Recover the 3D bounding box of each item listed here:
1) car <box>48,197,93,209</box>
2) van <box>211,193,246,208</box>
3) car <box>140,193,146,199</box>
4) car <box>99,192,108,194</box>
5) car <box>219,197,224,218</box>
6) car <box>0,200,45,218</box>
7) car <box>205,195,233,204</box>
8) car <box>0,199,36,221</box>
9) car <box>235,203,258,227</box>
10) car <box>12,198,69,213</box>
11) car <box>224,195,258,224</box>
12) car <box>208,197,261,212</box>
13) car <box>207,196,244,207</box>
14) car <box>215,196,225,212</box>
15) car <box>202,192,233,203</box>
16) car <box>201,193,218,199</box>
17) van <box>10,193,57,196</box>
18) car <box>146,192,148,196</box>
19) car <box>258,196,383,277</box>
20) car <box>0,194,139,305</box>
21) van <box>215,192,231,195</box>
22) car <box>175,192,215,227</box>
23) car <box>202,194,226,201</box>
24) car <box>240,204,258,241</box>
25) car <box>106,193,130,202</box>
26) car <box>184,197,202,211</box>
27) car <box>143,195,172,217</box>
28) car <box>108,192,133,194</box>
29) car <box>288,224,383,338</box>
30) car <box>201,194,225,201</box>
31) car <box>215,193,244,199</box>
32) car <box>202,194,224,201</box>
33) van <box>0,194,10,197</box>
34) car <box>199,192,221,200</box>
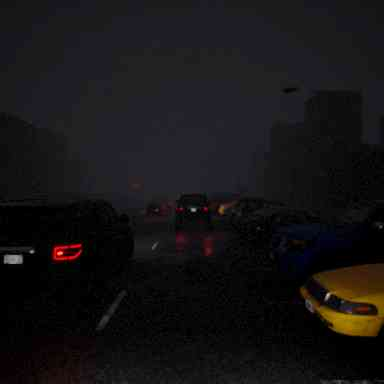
[{"bbox_3d":[-15.534,1.366,42.687,5.008,1.535,2.097,0,0,0],"label":"car"},{"bbox_3d":[4.805,1.103,44.144,4.442,1.987,1.878,0,0,0],"label":"van"},{"bbox_3d":[-15.567,0.954,86.685,5.566,2.045,2.435,0,0,0],"label":"car"},{"bbox_3d":[-15.574,1.105,48.079,5.566,2.045,2.435,0,0,0],"label":"car"},{"bbox_3d":[4.703,1.372,24.690,4.892,1.521,2.231,0,0,0],"label":"car"},{"bbox_3d":[-15.518,1.428,28.774,4.674,1.452,2.002,0,0,0],"label":"car"},{"bbox_3d":[4.651,1.323,58.042,4.792,1.488,2.163,0,0,0],"label":"car"},{"bbox_3d":[-15.332,1.391,26.017,5.366,1.575,1.946,0,0,0],"label":"car"},{"bbox_3d":[4.699,1.437,16.352,4.674,1.452,2.002,0,0,0],"label":"car"},{"bbox_3d":[-15.533,1.379,34.289,5.008,1.535,2.097,0,0,0],"label":"car"},{"bbox_3d":[4.668,1.252,21.911,4.553,1.767,2.185,0,0,0],"label":"car"},{"bbox_3d":[4.506,1.344,35.806,5.366,1.575,1.946,0,0,0],"label":"car"},{"bbox_3d":[4.680,1.324,46.924,4.892,1.521,2.231,0,0,0],"label":"car"},{"bbox_3d":[4.692,1.364,27.466,5.008,1.535,2.097,0,0,0],"label":"car"},{"bbox_3d":[4.651,1.034,60.822,5.566,2.045,2.435,0,0,0],"label":"car"},{"bbox_3d":[4.762,1.070,91.420,4.553,1.767,2.185,0,0,0],"label":"car"},{"bbox_3d":[-15.641,1.157,31.530,4.442,1.987,1.878,0,0,0],"label":"van"},{"bbox_3d":[-15.788,1.187,92.198,5.366,1.575,1.946,0,0,0],"label":"car"},{"bbox_3d":[4.678,1.182,8.014,5.566,2.045,2.435,0,0,0],"label":"car"},{"bbox_3d":[-2.904,1.175,8.105,2.150,2.045,5.566,0,0,0],"label":"car"},{"bbox_3d":[4.806,1.110,41.365,4.442,1.987,1.878,0,0,0],"label":"van"},{"bbox_3d":[0.090,1.120,21.814,2.150,2.045,5.566,0,0,0],"label":"car"},{"bbox_3d":[4.686,1.250,72.057,5.008,1.535,2.097,0,0,0],"label":"car"},{"bbox_3d":[4.697,1.409,13.573,4.892,1.521,2.231,0,0,0],"label":"car"},{"bbox_3d":[-15.543,1.151,70.141,4.553,1.767,2.185,0,0,0],"label":"car"},{"bbox_3d":[0.114,1.401,40.719,2.033,1.411,5.357,1,0,0],"label":"car"},{"bbox_3d":[-2.916,1.356,29.996,1.882,1.535,5.008,0,0,0],"label":"car"},{"bbox_3d":[-15.543,1.038,67.383,5.566,2.045,2.435,0,0,0],"label":"car"},{"bbox_3d":[4.522,1.446,5.237,5.366,1.575,1.946,0,0,0],"label":"car"},{"bbox_3d":[4.880,1.228,77.489,5.366,1.575,1.946,0,0,0],"label":"car"},{"bbox_3d":[4.726,1.232,30.248,4.553,1.767,2.185,0,0,0],"label":"car"},{"bbox_3d":[4.716,1.270,74.712,4.792,1.488,2.163,0,0,0],"label":"car"},{"bbox_3d":[-15.630,1.173,23.257,4.442,1.987,1.878,0,0,0],"label":"van"},{"bbox_3d":[4.751,0.949,88.607,5.566,2.045,2.435,0,0,0],"label":"car"}]
